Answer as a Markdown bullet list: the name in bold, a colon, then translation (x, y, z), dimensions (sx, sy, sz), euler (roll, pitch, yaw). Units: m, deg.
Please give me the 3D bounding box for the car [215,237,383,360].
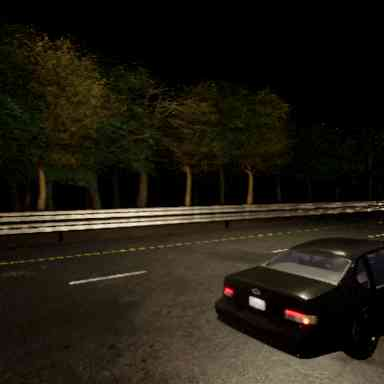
- **car**: translation (2.924, 1.549, 5.958), dimensions (5.357, 1.411, 2.033), euler (0, 0, -36)
